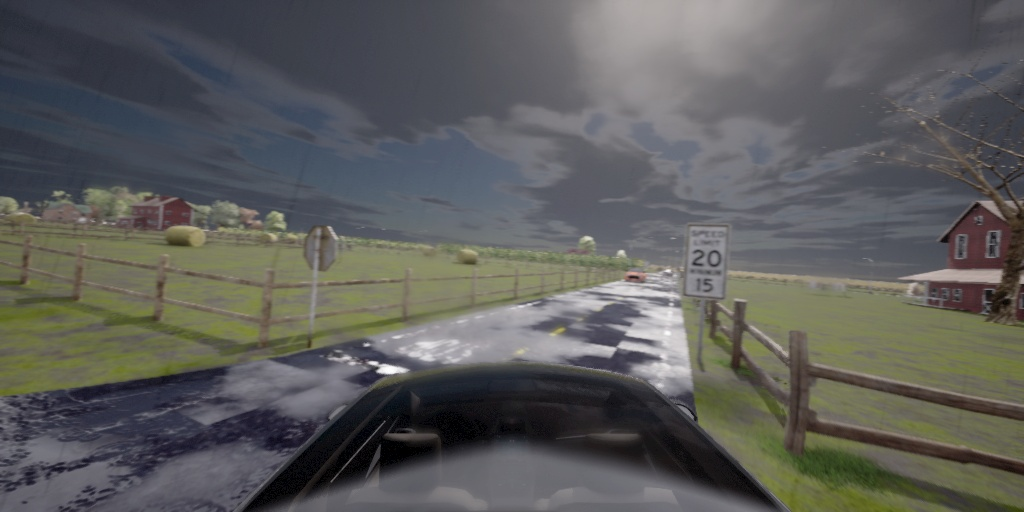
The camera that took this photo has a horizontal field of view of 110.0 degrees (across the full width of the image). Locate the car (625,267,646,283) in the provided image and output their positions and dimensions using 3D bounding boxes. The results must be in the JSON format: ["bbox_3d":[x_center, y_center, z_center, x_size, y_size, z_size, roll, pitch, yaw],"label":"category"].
[{"bbox_3d":[14.705,2.197,42.569,2.097,1.767,4.553,4,0,25],"label":"car"}]
